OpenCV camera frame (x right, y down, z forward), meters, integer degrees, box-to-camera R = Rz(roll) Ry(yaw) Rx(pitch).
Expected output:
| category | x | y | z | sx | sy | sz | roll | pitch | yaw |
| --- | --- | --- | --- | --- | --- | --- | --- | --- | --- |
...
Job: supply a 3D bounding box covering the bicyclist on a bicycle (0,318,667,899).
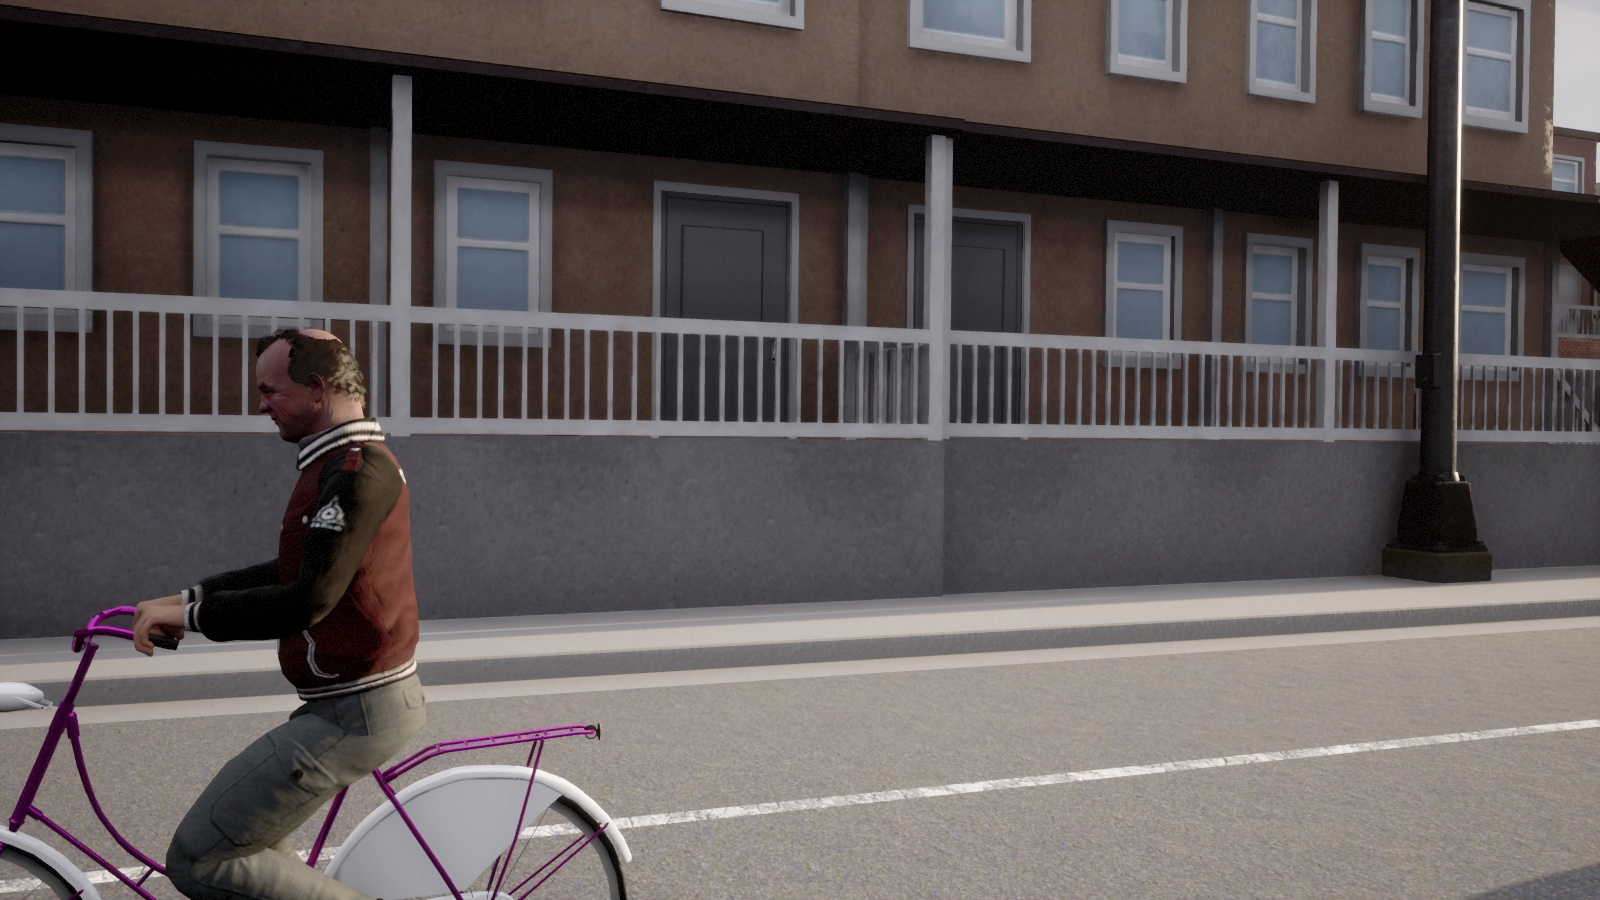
| category | x | y | z | sx | sy | sz | roll | pitch | yaw |
| --- | --- | --- | --- | --- | --- | --- | --- | --- | --- |
| bicyclist on a bicycle | -1.275 | 0.638 | 2.753 | 1.843 | 1.776 | 0.659 | -1 | 1 | -21 |
